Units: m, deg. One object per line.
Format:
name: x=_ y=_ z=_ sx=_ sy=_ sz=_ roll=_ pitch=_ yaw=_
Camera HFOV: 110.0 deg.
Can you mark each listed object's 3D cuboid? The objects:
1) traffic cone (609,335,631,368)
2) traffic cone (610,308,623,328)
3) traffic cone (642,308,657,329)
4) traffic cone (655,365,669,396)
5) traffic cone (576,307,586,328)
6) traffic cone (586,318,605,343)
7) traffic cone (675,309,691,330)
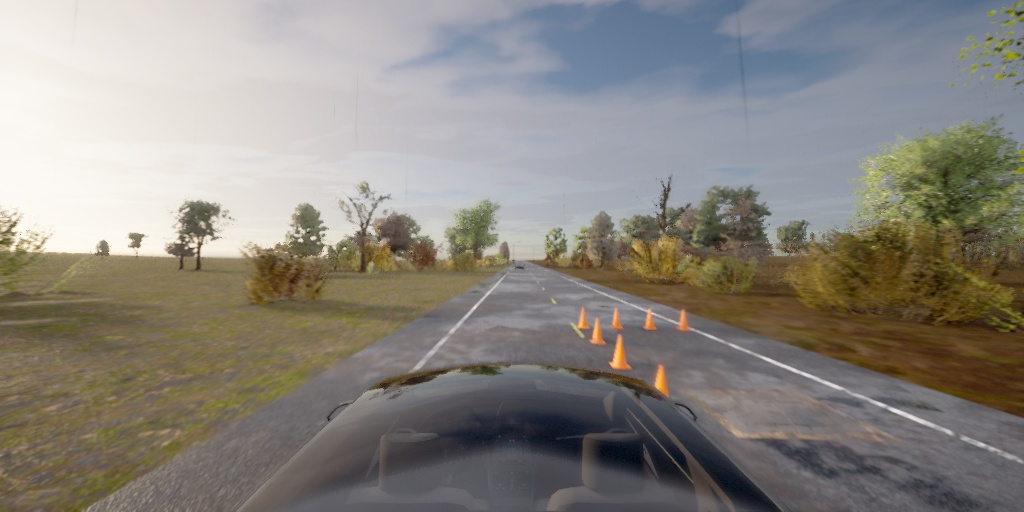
traffic cone: x=2.055 y=1.799 z=6.841 sx=0.340 sy=0.580 sz=0.340 roll=0 pitch=0 yaw=1
traffic cone: x=3.143 y=1.862 z=10.818 sx=0.340 sy=0.580 sz=0.340 roll=0 pitch=0 yaw=1
traffic cone: x=4.143 y=1.878 z=10.796 sx=0.340 sy=0.580 sz=0.340 roll=0 pitch=0 yaw=1
traffic cone: x=2.011 y=1.775 z=4.842 sx=0.340 sy=0.580 sz=0.340 roll=0 pitch=0 yaw=1
traffic cone: x=2.144 y=1.845 z=10.840 sx=0.340 sy=0.580 sz=0.340 roll=0 pitch=0 yaw=1
traffic cone: x=2.099 y=1.822 z=8.841 sx=0.340 sy=0.580 sz=0.340 roll=0 pitch=0 yaw=1
traffic cone: x=5.143 y=1.894 z=10.773 sx=0.340 sy=0.580 sz=0.340 roll=0 pitch=0 yaw=1
